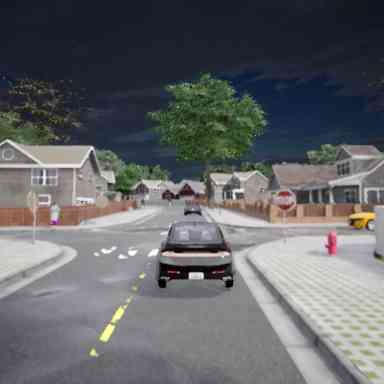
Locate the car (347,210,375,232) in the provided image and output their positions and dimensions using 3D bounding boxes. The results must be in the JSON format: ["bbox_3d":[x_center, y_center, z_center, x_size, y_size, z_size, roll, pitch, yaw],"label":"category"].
[{"bbox_3d":[12.053,1.533,20.112,5.008,1.535,1.882,-1,-2,1],"label":"car"}]

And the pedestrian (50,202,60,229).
[{"bbox_3d":[-9.677,1.607,23.308,0.375,1.860,0.375,0,-2,1],"label":"pedestrian"}]

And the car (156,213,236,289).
[{"bbox_3d":[0.079,1.573,9.421,2.128,1.511,4.902,0,-1,0],"label":"car"}]

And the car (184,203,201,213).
[{"bbox_3d":[0.098,1.994,39.658,1.994,1.385,4.181,0,-1,0],"label":"car"}]
